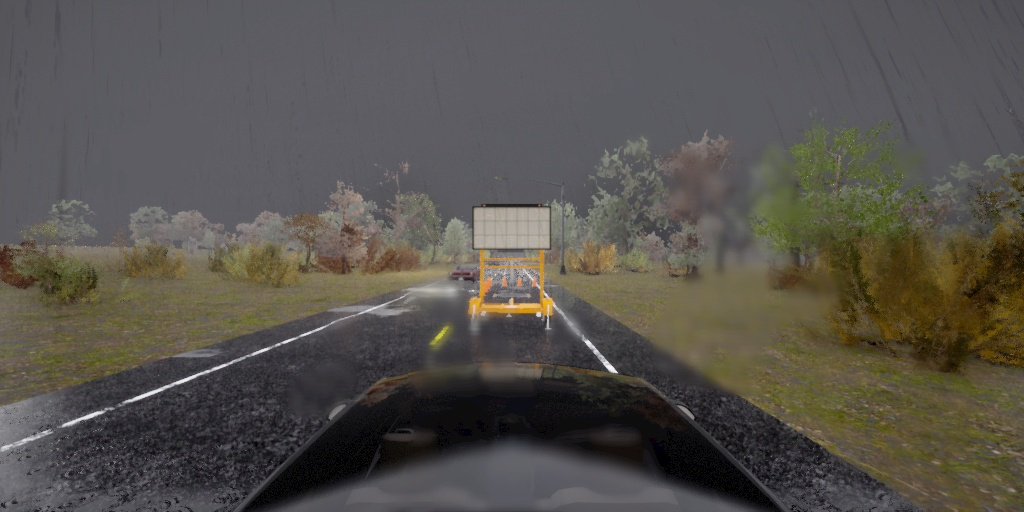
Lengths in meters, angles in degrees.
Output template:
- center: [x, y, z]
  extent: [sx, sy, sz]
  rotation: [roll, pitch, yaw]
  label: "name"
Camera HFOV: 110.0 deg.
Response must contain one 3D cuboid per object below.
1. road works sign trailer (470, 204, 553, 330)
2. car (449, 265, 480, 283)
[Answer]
- center: [-0.003, 0.213, 11.055]
  extent: [2.380, 3.560, 2.880]
  rotation: [0, 0, 0]
  label: "road works sign trailer"
- center: [-3.609, 1.349, 27.801]
  extent: [1.895, 1.301, 4.718]
  rotation: [0, 0, 0]
  label: "car"
